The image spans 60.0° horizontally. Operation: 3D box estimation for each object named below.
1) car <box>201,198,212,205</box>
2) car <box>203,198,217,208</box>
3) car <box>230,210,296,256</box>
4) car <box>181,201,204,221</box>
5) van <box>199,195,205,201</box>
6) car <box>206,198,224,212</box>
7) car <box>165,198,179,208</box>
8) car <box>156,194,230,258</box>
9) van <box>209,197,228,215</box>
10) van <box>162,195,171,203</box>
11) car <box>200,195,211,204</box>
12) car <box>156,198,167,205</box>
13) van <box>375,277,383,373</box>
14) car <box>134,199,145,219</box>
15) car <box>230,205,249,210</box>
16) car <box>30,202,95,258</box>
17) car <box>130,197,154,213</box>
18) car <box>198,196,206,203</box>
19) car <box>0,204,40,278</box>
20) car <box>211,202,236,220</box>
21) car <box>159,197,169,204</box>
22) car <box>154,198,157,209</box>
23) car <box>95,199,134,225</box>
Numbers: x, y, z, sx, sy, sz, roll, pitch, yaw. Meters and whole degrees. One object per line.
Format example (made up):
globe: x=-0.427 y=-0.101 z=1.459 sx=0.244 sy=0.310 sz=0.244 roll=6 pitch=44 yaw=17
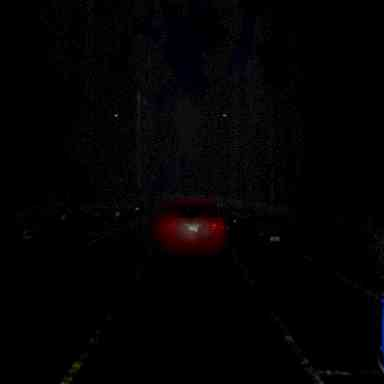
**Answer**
car: x=2.753 y=1.783 z=63.619 sx=1.802 sy=1.307 sz=4.206 roll=0 pitch=0 yaw=0
car: x=2.755 y=1.727 z=52.401 sx=1.947 sy=1.339 sz=4.313 roll=0 pitch=0 yaw=0
car: x=2.761 y=1.603 z=13.137 sx=1.947 sy=1.339 sz=4.313 roll=0 pitch=0 yaw=0
car: x=0.068 y=1.592 z=29.326 sx=1.837 sy=1.490 sz=4.892 roll=0 pitch=0 yaw=0
van: x=2.749 y=1.650 z=91.665 sx=1.690 sy=1.788 sz=3.998 roll=0 pitch=0 yaw=0
car: x=2.757 y=1.563 z=41.183 sx=1.967 sy=1.590 sz=4.097 roll=0 pitch=0 yaw=0
car: x=-3.088 y=1.662 z=51.715 sx=1.837 sy=1.490 sz=4.892 roll=0 pitch=0 yaw=0
car: x=0.065 y=1.260 z=13.111 sx=2.150 sy=2.045 sz=5.566 roll=0 pitch=0 yaw=0
van: x=2.758 y=1.446 z=35.575 sx=1.690 sy=1.788 sz=3.998 roll=0 pitch=0 yaw=0
van: x=-5.773 y=1.584 z=74.825 sx=1.690 sy=1.788 sz=3.998 roll=0 pitch=0 yaw=0
car: x=2.753 y=1.537 z=69.229 sx=2.192 sy=1.841 sz=5.009 roll=0 pitch=0 yaw=0
car: x=-5.772 y=1.783 z=63.605 sx=1.802 sy=1.307 sz=4.206 roll=0 pitch=0 yaw=0
van: x=2.764 y=1.347 z=1.920 sx=1.690 sy=1.788 sz=3.998 roll=0 pitch=0 yaw=0
car: x=-5.766 y=1.638 z=29.948 sx=2.008 sy=1.369 sz=4.403 roll=0 pitch=0 yaw=0
car: x=2.761 y=1.619 z=18.747 sx=1.947 sy=1.339 sz=4.313 roll=0 pitch=0 yaw=0
car: x=-5.763 y=1.351 z=13.120 sx=2.192 sy=1.841 sz=5.009 roll=0 pitch=0 yaw=0
car: x=-5.767 y=1.420 z=35.559 sx=2.192 sy=1.841 sz=5.009 roll=0 pitch=0 yaw=0
car: x=2.337 y=1.725 z=81.198 sx=1.801 sy=1.575 sz=5.366 roll=0 pitch=0 yaw=0
car: x=-5.762 y=1.335 z=7.511 sx=2.192 sy=1.841 sz=5.009 roll=0 pitch=0 yaw=0
car: x=2.759 y=1.632 z=29.965 sx=1.887 sy=1.381 sz=4.507 roll=0 pitch=0 yaw=0
car: x=-5.773 y=1.746 z=69.044 sx=1.752 sy=1.417 sz=4.829 roll=0 pitch=0 yaw=0
car: x=-5.769 y=1.707 z=46.777 sx=1.947 sy=1.339 sz=4.313 roll=0 pitch=0 yaw=0
car: x=-5.765 y=1.510 z=24.339 sx=1.967 sy=1.590 sz=4.097 roll=0 pitch=0 yaw=0
